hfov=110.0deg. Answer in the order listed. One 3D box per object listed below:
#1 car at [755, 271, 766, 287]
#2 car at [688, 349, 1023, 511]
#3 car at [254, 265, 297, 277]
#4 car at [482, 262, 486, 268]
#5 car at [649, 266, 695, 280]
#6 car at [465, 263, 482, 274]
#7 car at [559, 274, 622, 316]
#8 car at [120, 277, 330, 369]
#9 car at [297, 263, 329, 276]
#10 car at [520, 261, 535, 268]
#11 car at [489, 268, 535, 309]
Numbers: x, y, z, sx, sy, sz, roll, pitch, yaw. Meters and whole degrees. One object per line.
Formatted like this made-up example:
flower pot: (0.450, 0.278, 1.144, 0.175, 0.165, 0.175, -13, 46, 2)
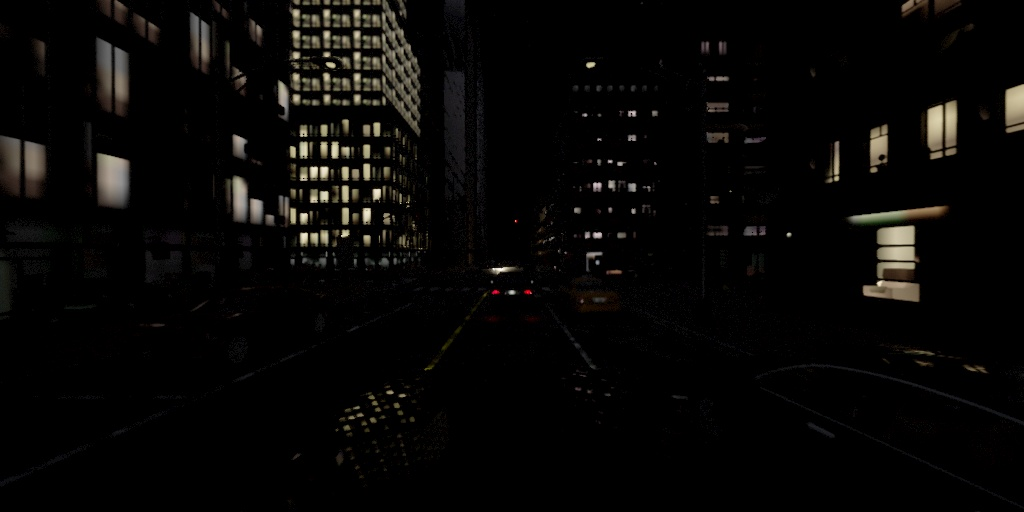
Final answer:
car: (21.708, 1.827, 28.277, 4.313, 1.339, 1.948, 0, 0, 1)
car: (2.819, 1.306, 2.304, 2.007, 1.370, 4.403, 0, 0, 0)
car: (-20.295, 1.459, 28.889, 4.403, 1.370, 2.007, 0, 0, 1)
car: (-5.708, 1.833, 57.197, 1.948, 1.339, 4.313, 0, 0, 0)
car: (16.298, 1.708, 36.734, 4.403, 1.370, 2.007, 0, 0, 1)
car: (-5.706, 1.739, 51.373, 1.751, 1.417, 4.829, 0, 0, 0)
car: (2.816, 1.385, 13.762, 1.751, 1.417, 4.829, 0, 0, 0)
car: (-5.823, 1.353, 8.003, 1.888, 1.381, 4.507, 0, 0, 0)
car: (-21.678, 1.364, 37.223, 4.829, 1.417, 1.751, 0, 0, 1)
car: (2.673, 1.818, 57.200, 2.007, 1.370, 4.403, 0, 0, 0)
car: (-0.003, 1.428, 15.829, 2.033, 1.411, 5.357, 0, -1, 0)
